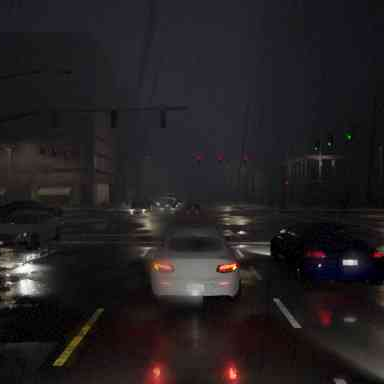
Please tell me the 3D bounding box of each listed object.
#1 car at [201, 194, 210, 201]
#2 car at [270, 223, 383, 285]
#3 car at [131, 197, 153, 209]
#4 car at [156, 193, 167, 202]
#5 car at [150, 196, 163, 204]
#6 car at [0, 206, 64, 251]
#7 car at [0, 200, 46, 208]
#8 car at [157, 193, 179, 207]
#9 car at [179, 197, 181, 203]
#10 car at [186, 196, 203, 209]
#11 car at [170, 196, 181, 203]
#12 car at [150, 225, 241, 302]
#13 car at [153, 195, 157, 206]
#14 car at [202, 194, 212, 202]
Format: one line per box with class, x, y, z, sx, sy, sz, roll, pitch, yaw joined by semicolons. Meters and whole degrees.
car;3.576;1.316;86.954;2.097;1.767;4.553;0;0;0
car;3.587;1.564;9.531;1.994;1.385;4.181;0;0;0
car;-7.082;1.478;46.101;1.882;1.535;5.008;0;0;1
car;-6.934;1.225;76.512;2.150;2.045;5.566;0;0;0
car;-6.977;1.564;65.821;1.994;1.385;4.181;0;0;1
car;-6.991;1.526;14.107;1.812;1.442;4.674;1;0;-5
car;-12.683;1.427;26.143;5.008;1.535;1.882;0;0;-6
car;-3.543;1.222;50.583;2.150;2.045;5.566;0;0;0
car;-3.518;1.478;60.586;1.882;1.535;5.008;0;0;0
car;0.131;1.601;44.397;1.895;1.301;4.718;0;0;0
car;-3.439;1.553;70.423;1.994;1.385;4.181;0;0;0
car;0.077;1.526;8.165;1.812;1.442;4.674;0;0;0
car;-7.038;1.547;55.865;2.033;1.411;5.357;0;0;0
car;3.568;1.546;78.429;1.994;1.385;4.181;0;0;0
